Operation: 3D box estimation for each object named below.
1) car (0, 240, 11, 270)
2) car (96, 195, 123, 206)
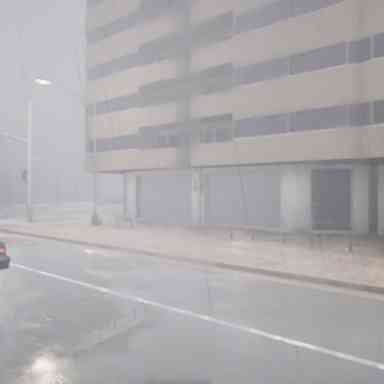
[{"bbox_3d":[-7.027,1.474,9.106,5.357,1.411,2.033,0,0,37],"label":"car"},{"bbox_3d":[-11.772,1.252,47.844,1.837,1.490,4.892,0,0,37],"label":"car"}]
